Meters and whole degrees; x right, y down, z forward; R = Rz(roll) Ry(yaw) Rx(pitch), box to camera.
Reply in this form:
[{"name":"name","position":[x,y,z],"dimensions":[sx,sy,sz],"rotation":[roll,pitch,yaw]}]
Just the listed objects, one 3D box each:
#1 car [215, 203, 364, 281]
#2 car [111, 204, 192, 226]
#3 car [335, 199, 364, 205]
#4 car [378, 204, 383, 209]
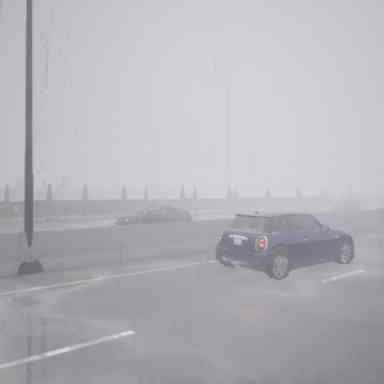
[{"name":"car","position":[2.958,1.356,10.161],"dimensions":[4.553,1.767,2.097],"rotation":[0,0,-36]},{"name":"car","position":[-2.292,1.495,19.556],"dimensions":[4.902,1.511,2.128],"rotation":[0,0,-35]},{"name":"car","position":[17.798,1.538,38.151],"dimensions":[4.892,1.490,1.837],"rotation":[1,0,-35]},{"name":"car","position":[18.829,1.505,30.304],"dimensions":[5.008,1.535,1.882],"rotation":[0,0,-35]}]
